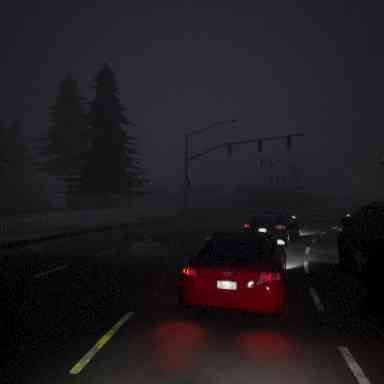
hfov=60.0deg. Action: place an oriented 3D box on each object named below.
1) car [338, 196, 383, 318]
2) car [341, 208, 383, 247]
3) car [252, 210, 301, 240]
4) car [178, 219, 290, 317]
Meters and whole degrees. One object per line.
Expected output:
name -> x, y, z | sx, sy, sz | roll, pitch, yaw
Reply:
car -> 4.707, 1.218, 7.258 | 2.150, 2.045, 5.566 | 0, 0, 15
car -> 8.371, 1.556, 15.849 | 1.994, 1.385, 4.181 | 0, 0, 28
car -> 3.792, 1.556, 15.589 | 1.994, 1.385, 4.181 | 0, 0, 26
car -> 1.130, 1.560, 7.620 | 1.994, 1.385, 4.181 | 0, 0, 15
